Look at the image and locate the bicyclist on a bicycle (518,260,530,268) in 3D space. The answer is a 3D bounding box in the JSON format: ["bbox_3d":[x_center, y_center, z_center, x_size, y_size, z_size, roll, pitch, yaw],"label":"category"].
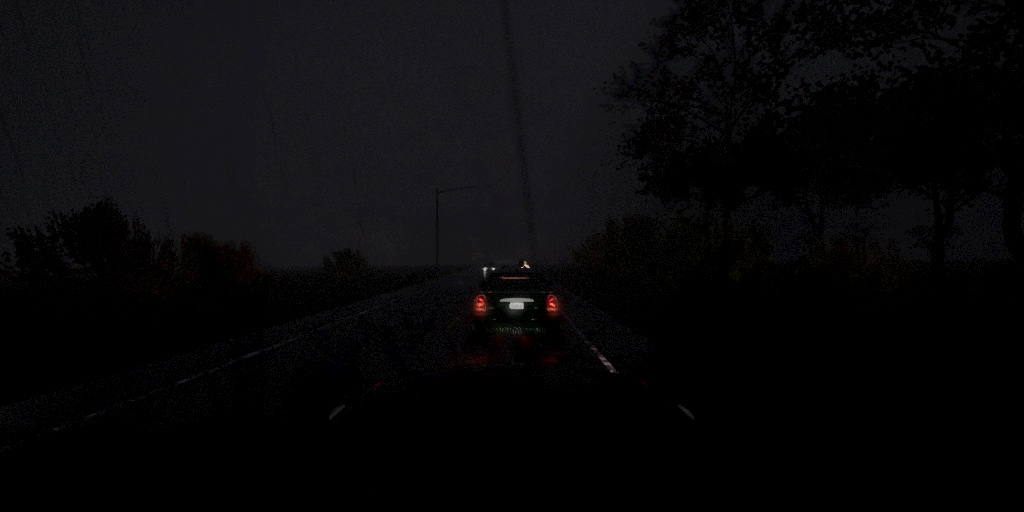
[{"bbox_3d":[0.957,1.177,25.736,0.866,1.612,1.509,0,0,1],"label":"bicyclist on a bicycle"}]

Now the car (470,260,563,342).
[{"bbox_3d":[0.107,1.099,9.913,2.097,1.767,4.553,0,0,0],"label":"car"}]
